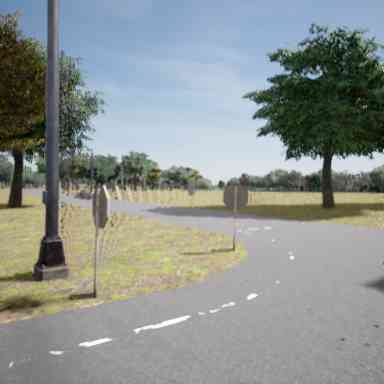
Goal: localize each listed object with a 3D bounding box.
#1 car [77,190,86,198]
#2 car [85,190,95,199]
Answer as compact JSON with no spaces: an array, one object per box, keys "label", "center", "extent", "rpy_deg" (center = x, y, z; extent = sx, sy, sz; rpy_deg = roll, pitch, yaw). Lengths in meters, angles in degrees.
[{"label":"car","center":[-19.084,0.369,59.394],"extent":[2.033,1.411,5.357],"rpy_deg":[1,1,-33]},{"label":"car","center":[-15.251,0.567,53.638],"extent":[1.994,1.385,4.181],"rpy_deg":[1,1,-33]}]
